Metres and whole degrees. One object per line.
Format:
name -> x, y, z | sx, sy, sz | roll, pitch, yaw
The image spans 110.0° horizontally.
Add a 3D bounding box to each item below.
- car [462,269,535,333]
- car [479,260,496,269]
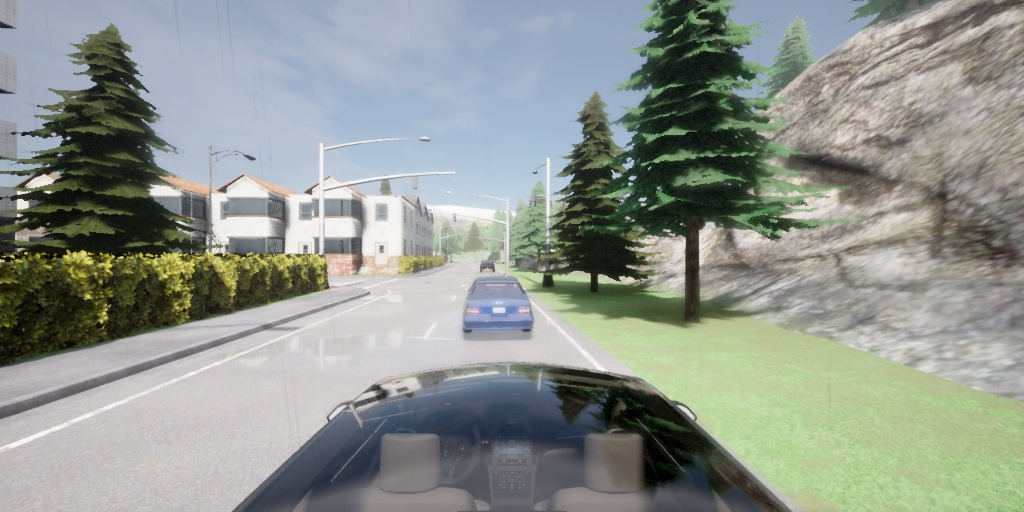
car -> -0.478, 1.297, 10.777 | 2.033, 1.411, 5.357 | 0, 0, -4
car -> -3.112, 1.255, 45.307 | 1.837, 1.490, 4.892 | 0, 0, -4
